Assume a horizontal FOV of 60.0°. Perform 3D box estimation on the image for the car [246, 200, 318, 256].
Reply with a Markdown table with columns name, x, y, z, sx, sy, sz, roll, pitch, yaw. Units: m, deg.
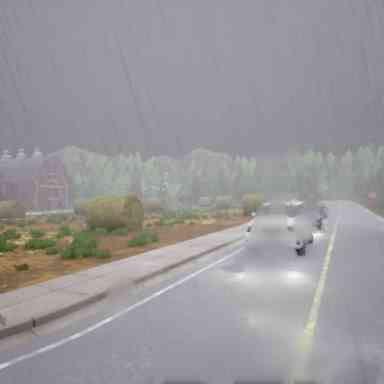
| name | x | y | z | sx | sy | sz | roll | pitch | yaw |
| --- | --- | --- | --- | --- | --- | --- | --- | --- | --- |
| car | 4.004 | 1.415 | 14.515 | 2.150 | 2.045 | 5.566 | -2 | -1 | 25 |

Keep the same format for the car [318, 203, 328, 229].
| name | x | y | z | sx | sy | sz | roll | pitch | yaw |
| --- | --- | --- | --- | --- | --- | --- | --- | --- | --- |
| car | 8.260 | 1.642 | 23.813 | 2.097 | 1.767 | 4.553 | -2 | -1 | 25 |
